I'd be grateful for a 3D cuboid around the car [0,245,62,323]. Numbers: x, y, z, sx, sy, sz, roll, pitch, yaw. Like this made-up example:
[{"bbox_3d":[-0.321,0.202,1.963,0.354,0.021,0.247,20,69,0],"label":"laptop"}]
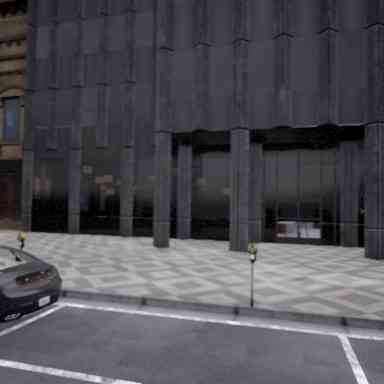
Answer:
[{"bbox_3d":[-4.734,1.693,6.509,4.403,1.369,2.008,0,-2,15],"label":"car"}]
